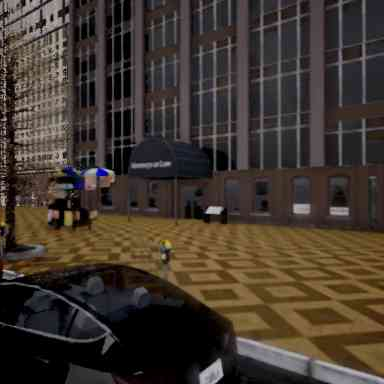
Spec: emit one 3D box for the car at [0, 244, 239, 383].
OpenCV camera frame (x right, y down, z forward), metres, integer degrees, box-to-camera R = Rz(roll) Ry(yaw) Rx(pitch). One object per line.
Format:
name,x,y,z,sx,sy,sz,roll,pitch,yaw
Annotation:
car,-1.533,1.546,3.971,4.313,1.339,1.947,0,0,35
